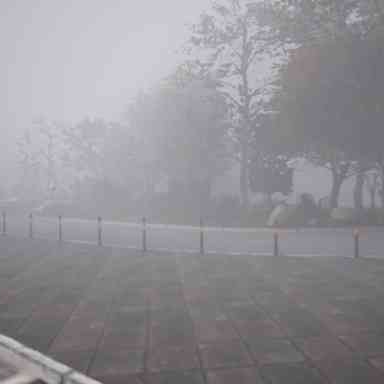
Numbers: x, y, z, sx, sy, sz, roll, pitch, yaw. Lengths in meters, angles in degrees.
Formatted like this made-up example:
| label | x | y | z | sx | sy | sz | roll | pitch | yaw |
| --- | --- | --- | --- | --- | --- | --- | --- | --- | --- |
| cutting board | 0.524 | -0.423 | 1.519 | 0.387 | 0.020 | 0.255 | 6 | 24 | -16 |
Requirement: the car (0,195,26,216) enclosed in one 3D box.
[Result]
| label | x | y | z | sx | sy | sz | roll | pitch | yaw |
| --- | --- | --- | --- | --- | --- | --- | --- | --- | --- |
| car | -17.957 | 1.344 | 35.343 | 2.435 | 2.045 | 5.566 | 0 | 0 | 34 |

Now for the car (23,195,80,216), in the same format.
| label | x | y | z | sx | sy | sz | roll | pitch | yaw |
| --- | --- | --- | --- | --- | --- | --- | --- | --- | --- |
| car | -13.212 | 1.429 | 32.042 | 2.185 | 1.767 | 4.553 | 0 | 0 | 34 |
